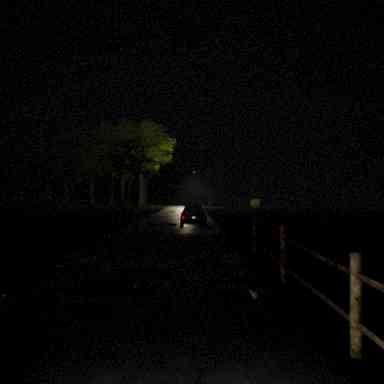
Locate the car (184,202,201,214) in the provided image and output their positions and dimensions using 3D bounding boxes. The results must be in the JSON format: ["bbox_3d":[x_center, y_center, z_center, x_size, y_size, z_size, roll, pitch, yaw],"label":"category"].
[{"bbox_3d":[0.082,1.937,41.346,1.994,1.385,4.181,0,-1,0],"label":"car"}]

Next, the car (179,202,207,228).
[{"bbox_3d":[0.092,1.686,23.420,2.033,1.411,5.357,0,-1,0],"label":"car"}]
